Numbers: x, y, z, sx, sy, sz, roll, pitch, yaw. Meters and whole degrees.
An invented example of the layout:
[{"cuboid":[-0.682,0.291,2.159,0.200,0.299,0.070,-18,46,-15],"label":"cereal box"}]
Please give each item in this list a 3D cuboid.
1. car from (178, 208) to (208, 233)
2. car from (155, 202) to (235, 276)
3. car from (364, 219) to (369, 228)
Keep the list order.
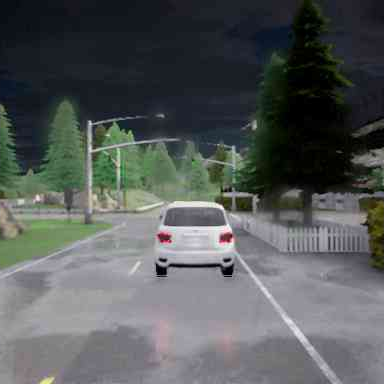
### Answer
[{"cuboid":[0.074,1.869,22.912,1.895,1.301,4.718,0,-1,0],"label":"car"},{"cuboid":[0.072,1.349,10.903,2.150,2.045,5.566,0,-1,0],"label":"car"},{"cuboid":[10.980,1.522,17.727,1.905,1.878,3.866,0,-1,-1],"label":"car"}]
